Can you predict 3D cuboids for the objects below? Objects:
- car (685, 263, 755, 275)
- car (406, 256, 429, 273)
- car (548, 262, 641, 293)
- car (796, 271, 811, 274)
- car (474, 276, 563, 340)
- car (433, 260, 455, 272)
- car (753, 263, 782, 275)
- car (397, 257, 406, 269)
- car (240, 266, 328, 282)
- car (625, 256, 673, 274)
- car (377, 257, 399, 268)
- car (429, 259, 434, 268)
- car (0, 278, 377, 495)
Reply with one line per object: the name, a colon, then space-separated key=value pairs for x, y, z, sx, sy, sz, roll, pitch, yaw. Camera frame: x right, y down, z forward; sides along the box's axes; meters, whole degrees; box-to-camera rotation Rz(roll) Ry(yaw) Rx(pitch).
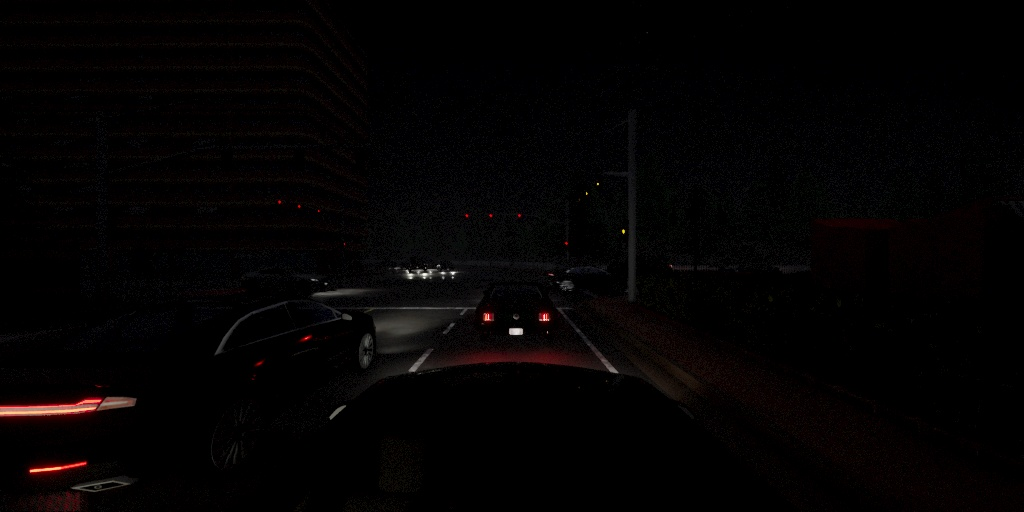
car: x=15.646 y=1.406 z=27.799 sx=4.718 sy=1.301 sz=1.895 roll=0 pitch=0 yaw=1
car: x=-11.794 y=0.971 z=44.803 sx=2.150 sy=2.045 sz=5.566 roll=0 pitch=0 yaw=-15
car: x=4.466 y=1.286 z=20.702 sx=4.902 sy=1.511 sz=2.128 roll=1 pitch=0 yaw=1
car: x=24.813 y=1.406 z=27.713 sx=4.718 sy=1.301 sz=1.895 roll=0 pitch=0 yaw=1
car: x=0.113 y=1.351 z=9.993 sx=1.895 sy=1.301 sz=4.718 roll=0 pitch=0 yaw=1
car: x=-8.870 y=1.297 z=47.747 sx=2.033 sy=1.411 sz=5.357 roll=0 pitch=0 yaw=-18
car: x=20.856 y=1.331 z=31.238 sx=4.674 sy=1.442 sz=1.812 roll=0 pitch=0 yaw=0
car: x=-15.360 y=1.276 z=53.778 sx=1.812 sy=1.442 sz=4.674 roll=0 pitch=0 yaw=-31
car: x=-13.157 y=1.322 z=20.866 sx=4.674 sy=1.442 sz=1.812 roll=0 pitch=0 yaw=1
car: x=11.089 y=1.027 z=31.359 sx=5.566 sy=2.045 sz=2.150 roll=0 pitch=0 yaw=1
car: x=-21.436 y=1.314 z=61.646 sx=4.181 sy=1.385 sz=1.994 roll=0 pitch=0 yaw=43
car: x=-12.891 y=1.255 z=56.433 sx=1.837 sy=1.490 sz=4.892 roll=0 pitch=0 yaw=-32
car: x=-3.426 y=1.242 z=4.729 sx=2.128 sy=1.511 sz=4.902 roll=0 pitch=0 yaw=0
